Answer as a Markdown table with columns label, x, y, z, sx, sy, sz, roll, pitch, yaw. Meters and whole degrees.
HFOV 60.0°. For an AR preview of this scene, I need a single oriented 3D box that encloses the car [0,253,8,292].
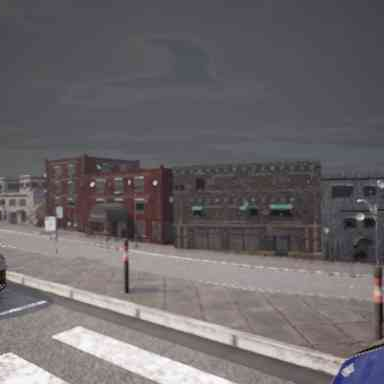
| label | x | y | z | sx | sy | sz | roll | pitch | yaw |
| --- | --- | --- | --- | --- | --- | --- | --- | --- | --- |
| car | -6.089 | 1.570 | 7.616 | 4.892 | 1.521 | 2.231 | -1 | 0 | 36 |
